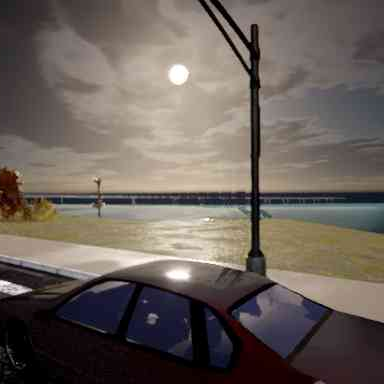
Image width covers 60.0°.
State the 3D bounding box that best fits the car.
[{"bbox_3d":[-0.317,1.571,3.913,5.357,1.411,2.033,-1,0,35],"label":"car"}]
